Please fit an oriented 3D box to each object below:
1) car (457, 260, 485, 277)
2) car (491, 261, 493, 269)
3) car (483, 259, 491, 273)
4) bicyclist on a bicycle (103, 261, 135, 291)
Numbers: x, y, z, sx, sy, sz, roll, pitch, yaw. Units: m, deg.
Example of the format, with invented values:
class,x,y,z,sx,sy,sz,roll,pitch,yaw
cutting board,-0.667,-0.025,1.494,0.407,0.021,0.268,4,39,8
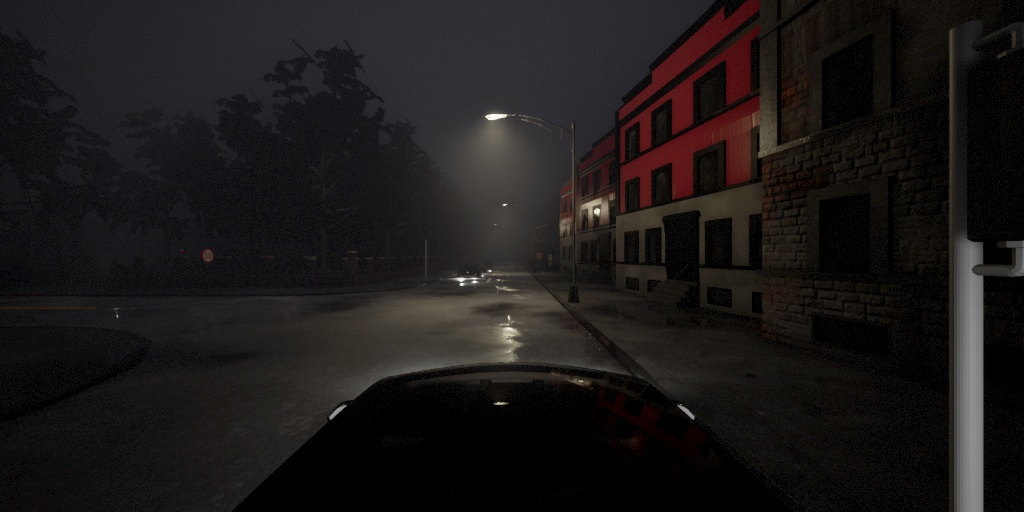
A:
class,x,y,z,sx,sy,sz,roll,pitch,yaw
car,-4.035,1.314,34.656,1.994,1.385,4.181,0,0,0
car,-3.969,1.228,54.359,1.882,1.535,5.008,0,0,0
car,-4.016,1.297,43.948,2.033,1.411,5.357,0,0,0
bicyclist on a bicycle,-21.814,1.099,19.934,0.582,1.620,1.656,0,0,0
